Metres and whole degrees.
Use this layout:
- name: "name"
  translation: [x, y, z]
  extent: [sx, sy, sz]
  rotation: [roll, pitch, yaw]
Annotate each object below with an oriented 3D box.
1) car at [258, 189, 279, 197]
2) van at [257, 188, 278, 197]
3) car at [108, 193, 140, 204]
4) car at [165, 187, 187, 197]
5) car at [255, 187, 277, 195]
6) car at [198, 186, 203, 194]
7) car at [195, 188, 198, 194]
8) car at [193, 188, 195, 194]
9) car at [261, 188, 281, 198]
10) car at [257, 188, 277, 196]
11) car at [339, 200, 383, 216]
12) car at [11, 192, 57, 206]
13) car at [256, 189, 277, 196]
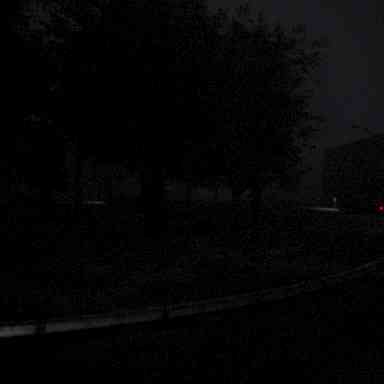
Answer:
- name: "car"
  translation: [16.687, 0.243, 72.760]
  extent: [4.553, 1.767, 2.185]
  rotation: [1, 1, 11]
- name: "van"
  translation: [17.087, 0.077, 75.641]
  extent: [4.442, 1.987, 1.878]
  rotation: [1, 2, 11]
- name: "car"
  translation: [-9.109, 0.836, 44.341]
  extent: [4.181, 1.385, 1.994]
  rotation: [0, 1, -4]
- name: "car"
  translation: [-3.785, 0.086, 72.979]
  extent: [4.553, 1.767, 2.185]
  rotation: [1, 1, 11]
- name: "car"
  translation: [19.806, -0.300, 89.138]
  extent: [5.566, 2.045, 2.435]
  rotation: [1, 2, 11]
- name: "car"
  translation: [-0.760, -0.432, 89.244]
  extent: [5.566, 2.045, 2.435]
  rotation: [1, 2, 11]
- name: "car"
  translation: [-1.767, -0.039, 83.831]
  extent: [4.892, 1.521, 2.231]
  rotation: [1, 1, 11]
- name: "car"
  translation: [-2.244, -0.099, 81.108]
  extent: [4.553, 1.767, 2.185]
  rotation: [1, 1, 11]
- name: "car"
  translation: [15.610, 0.508, 67.436]
  extent: [4.792, 1.488, 2.163]
  rotation: [1, 1, 11]
- name: "car"
  translation: [18.248, 0.042, 80.954]
  extent: [4.553, 1.767, 2.185]
  rotation: [1, 2, 11]
- name: "car"
  translation: [14.862, 1.308, 28.501]
  extent: [1.895, 1.301, 4.718]
  rotation: [0, 1, -16]
- name: "car"
  translation: [-18.025, 0.784, 37.747]
  extent: [4.902, 1.511, 2.128]
  rotation: [0, 1, -32]
- name: "car"
  translation: [18.754, 0.092, 83.816]
  extent: [5.008, 1.535, 2.097]
  rotation: [1, 2, 11]
